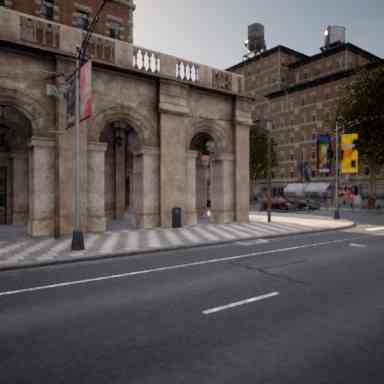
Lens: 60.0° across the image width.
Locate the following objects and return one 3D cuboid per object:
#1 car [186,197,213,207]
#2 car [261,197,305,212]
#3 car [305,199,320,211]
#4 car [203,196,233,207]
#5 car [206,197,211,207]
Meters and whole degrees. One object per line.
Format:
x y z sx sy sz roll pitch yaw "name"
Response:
1.148 1.557 51.452 1.994 1.385 4.181 0 0 -36 "car"
10.246 1.345 38.779 2.097 1.767 4.553 0 0 -36 "car"
13.223 1.497 40.634 1.837 1.490 4.892 0 0 -36 "car"
4.108 1.470 53.331 1.882 1.535 5.008 0 0 -36 "car"
1.151 1.589 46.040 1.895 1.301 4.718 0 0 -36 "car"
